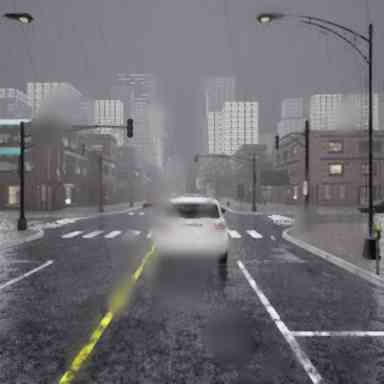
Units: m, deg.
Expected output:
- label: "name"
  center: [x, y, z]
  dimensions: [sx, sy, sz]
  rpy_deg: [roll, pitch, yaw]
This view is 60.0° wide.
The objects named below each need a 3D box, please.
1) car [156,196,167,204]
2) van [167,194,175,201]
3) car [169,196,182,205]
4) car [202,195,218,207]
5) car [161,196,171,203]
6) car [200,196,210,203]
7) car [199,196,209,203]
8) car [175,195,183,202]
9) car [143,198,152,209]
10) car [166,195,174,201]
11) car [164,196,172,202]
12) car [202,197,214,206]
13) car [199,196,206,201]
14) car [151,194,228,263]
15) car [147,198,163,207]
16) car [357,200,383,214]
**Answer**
- label: "car"
  center: [-5.685, 1.552, 62.659]
  dimensions: [1.752, 1.417, 4.829]
  rpy_deg: [0, 0, 0]
- label: "van"
  center: [-5.683, 1.410, 90.455]
  dimensions: [1.690, 1.788, 3.998]
  rpy_deg: [0, 0, 0]
- label: "car"
  center: [-3.039, 1.517, 61.247]
  dimensions: [2.128, 1.511, 4.902]
  rpy_deg: [0, 0, 1]
- label: "car"
  center: [2.695, 1.330, 51.778]
  dimensions: [2.192, 1.841, 5.009]
  rpy_deg: [0, 0, 0]
- label: "car"
  center: [-5.684, 1.623, 73.880]
  dimensions: [1.802, 1.307, 4.206]
  rpy_deg: [0, 0, 0]
- label: "car"
  center: [2.696, 1.599, 68.354]
  dimensions: [1.947, 1.339, 4.313]
  rpy_deg: [0, 0, 0]
- label: "car"
  center: [2.696, 1.591, 73.879]
  dimensions: [2.008, 1.369, 4.403]
  rpy_deg: [0, 0, 0]
- label: "car"
  center: [-2.994, 1.530, 76.897]
  dimensions: [1.837, 1.490, 4.892]
  rpy_deg: [0, 0, 0]
- label: "car"
  center: [-5.774, 1.555, 46.256]
  dimensions: [1.887, 1.381, 4.507]
  rpy_deg: [0, 0, 0]
- label: "car"
  center: [-5.684, 1.584, 84.759]
  dimensions: [1.752, 1.417, 4.829]
  rpy_deg: [0, 0, 0]
- label: "car"
  center: [-5.684, 1.631, 79.404]
  dimensions: [1.802, 1.307, 4.206]
  rpy_deg: [0, 0, 0]
- label: "car"
  center: [2.695, 1.586, 57.303]
  dimensions: [1.947, 1.339, 4.313]
  rpy_deg: [0, 0, 0]
- label: "car"
  center: [2.697, 1.640, 84.929]
  dimensions: [1.802, 1.307, 4.206]
  rpy_deg: [0, 0, 0]
- label: "car"
  center: [0.077, 1.219, 12.084]
  dimensions: [2.150, 2.045, 5.566]
  rpy_deg: [0, 0, 1]
- label: "car"
  center: [-5.686, 1.581, 51.778]
  dimensions: [1.947, 1.339, 4.313]
  rpy_deg: [0, 0, 0]
- label: "car"
  center: [17.490, 1.356, 30.575]
  dimensions: [4.313, 1.339, 1.947]
  rpy_deg: [-1, 1, 0]
